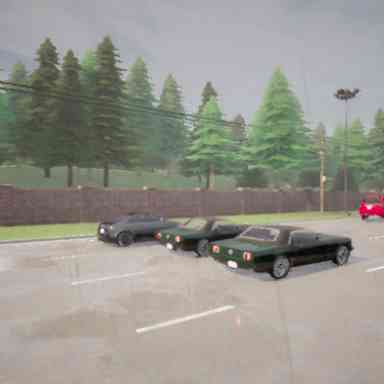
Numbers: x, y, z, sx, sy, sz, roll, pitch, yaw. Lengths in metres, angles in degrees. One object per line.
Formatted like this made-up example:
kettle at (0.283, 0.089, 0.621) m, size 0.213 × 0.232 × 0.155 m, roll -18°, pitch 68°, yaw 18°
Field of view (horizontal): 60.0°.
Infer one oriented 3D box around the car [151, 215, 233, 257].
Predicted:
car at (1.027, 1.643, 13.074) m, size 4.718 × 1.301 × 1.895 m, roll 0°, pitch 0°, yaw -35°

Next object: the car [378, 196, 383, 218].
car at (15.966, 1.359, 23.761) m, size 5.566 × 2.045 × 2.150 m, roll 0°, pitch 0°, yaw -35°

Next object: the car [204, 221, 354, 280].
car at (2.889, 1.642, 10.103) m, size 4.718 × 1.301 × 1.895 m, roll 0°, pitch 0°, yaw -35°

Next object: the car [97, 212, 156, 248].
car at (-2.126, 1.600, 15.125) m, size 4.181 × 1.385 × 1.994 m, roll 0°, pitch 0°, yaw -36°

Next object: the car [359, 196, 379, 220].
car at (16.512, 1.374, 28.431) m, size 5.566 × 2.045 × 2.150 m, roll 0°, pitch 0°, yaw -35°
